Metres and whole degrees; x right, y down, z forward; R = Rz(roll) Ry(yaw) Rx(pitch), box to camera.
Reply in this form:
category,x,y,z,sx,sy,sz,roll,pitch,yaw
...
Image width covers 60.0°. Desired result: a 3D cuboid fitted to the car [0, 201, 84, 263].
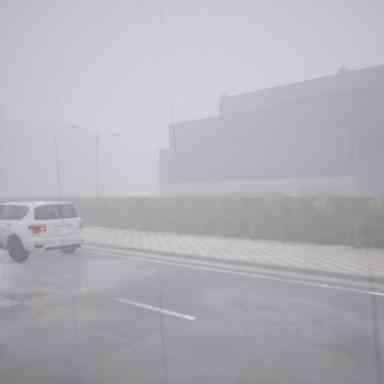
category,x,y,z,sx,sy,sz,roll,pitch,yaw
car,-6.518,1.364,12.827,5.566,2.045,2.150,0,0,36
